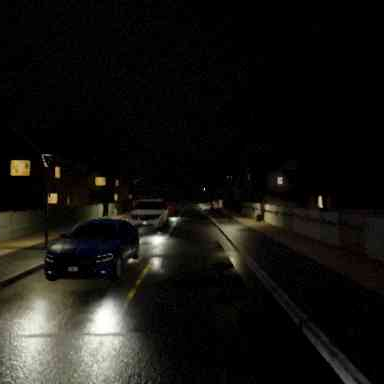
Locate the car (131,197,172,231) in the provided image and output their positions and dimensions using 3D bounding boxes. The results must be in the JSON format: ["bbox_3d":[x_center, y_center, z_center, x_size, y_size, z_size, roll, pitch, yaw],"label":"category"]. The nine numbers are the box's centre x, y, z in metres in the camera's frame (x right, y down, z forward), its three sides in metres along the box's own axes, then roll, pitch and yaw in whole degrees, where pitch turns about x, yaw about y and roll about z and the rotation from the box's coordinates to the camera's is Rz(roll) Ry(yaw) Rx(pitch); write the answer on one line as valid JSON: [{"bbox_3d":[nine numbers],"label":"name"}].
[{"bbox_3d":[-2.839,1.489,22.870,2.150,2.045,5.566,0,0,0],"label":"car"}]

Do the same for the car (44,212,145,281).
[{"bbox_3d":[-2.862,1.603,10.492,1.882,1.535,5.008,0,-1,0],"label":"car"}]

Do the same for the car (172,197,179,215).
[{"bbox_3d":[-2.834,1.636,40.581,2.150,2.045,5.566,0,-1,0],"label":"car"}]
